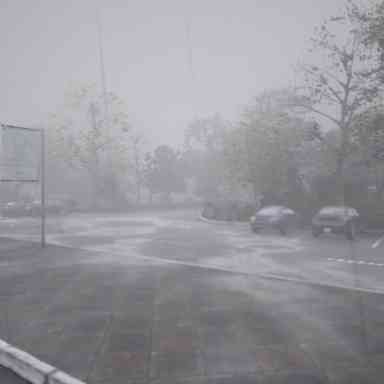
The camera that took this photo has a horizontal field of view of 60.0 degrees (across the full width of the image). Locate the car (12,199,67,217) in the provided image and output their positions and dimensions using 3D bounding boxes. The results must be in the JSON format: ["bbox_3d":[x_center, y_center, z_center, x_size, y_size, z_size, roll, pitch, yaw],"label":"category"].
[{"bbox_3d":[-14.901,1.486,33.206,2.185,1.767,4.553,0,0,35],"label":"car"}]

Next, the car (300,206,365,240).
[{"bbox_3d":[7.559,1.472,17.144,2.231,1.521,4.892,0,0,35],"label":"car"}]

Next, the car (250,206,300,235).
[{"bbox_3d":[4.893,1.527,19.048,2.002,1.452,4.674,0,0,36],"label":"car"}]

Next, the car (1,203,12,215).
[{"bbox_3d":[-17.523,1.670,34.987,2.002,1.452,4.674,0,0,35],"label":"car"}]
